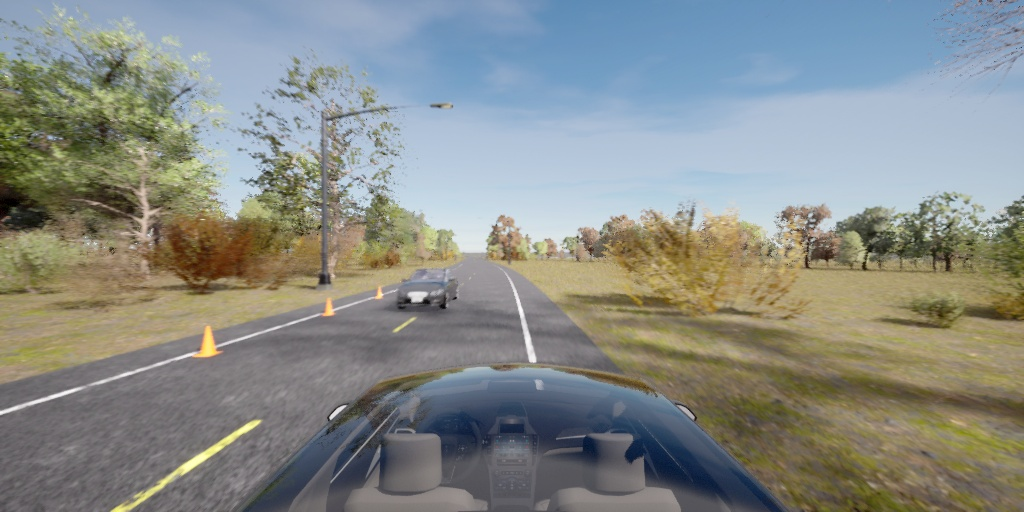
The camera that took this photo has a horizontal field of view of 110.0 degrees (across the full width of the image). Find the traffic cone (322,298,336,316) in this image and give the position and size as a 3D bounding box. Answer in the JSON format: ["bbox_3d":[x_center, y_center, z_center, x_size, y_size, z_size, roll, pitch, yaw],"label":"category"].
[{"bbox_3d":[-6.307,1.733,12.356,0.340,0.580,0.340,0,0,-1],"label":"traffic cone"}]

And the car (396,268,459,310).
[{"bbox_3d":[-3.320,1.255,14.829,2.128,1.511,4.902,0,0,-1],"label":"car"}]

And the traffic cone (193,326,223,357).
[{"bbox_3d":[-6.253,1.732,7.381,0.340,0.580,0.340,0,0,0],"label":"traffic cone"}]

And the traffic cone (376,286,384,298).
[{"bbox_3d":[-6.401,1.732,17.331,0.340,0.580,0.340,0,0,-1],"label":"traffic cone"}]
